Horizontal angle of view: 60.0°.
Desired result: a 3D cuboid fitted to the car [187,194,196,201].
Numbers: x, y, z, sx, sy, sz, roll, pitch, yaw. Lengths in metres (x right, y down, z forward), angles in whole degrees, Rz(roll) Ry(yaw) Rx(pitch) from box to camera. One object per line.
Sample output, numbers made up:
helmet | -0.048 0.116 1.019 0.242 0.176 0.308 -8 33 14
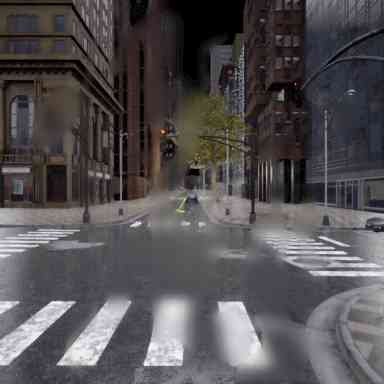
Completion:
car | -0.056 1.109 70.708 1.812 1.442 4.674 0 1 0

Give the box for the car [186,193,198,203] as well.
car | 0.014 1.043 60.745 2.097 1.767 4.553 0 1 0

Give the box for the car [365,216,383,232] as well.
car | 11.907 1.631 18.324 4.403 1.369 2.008 0 0 0
